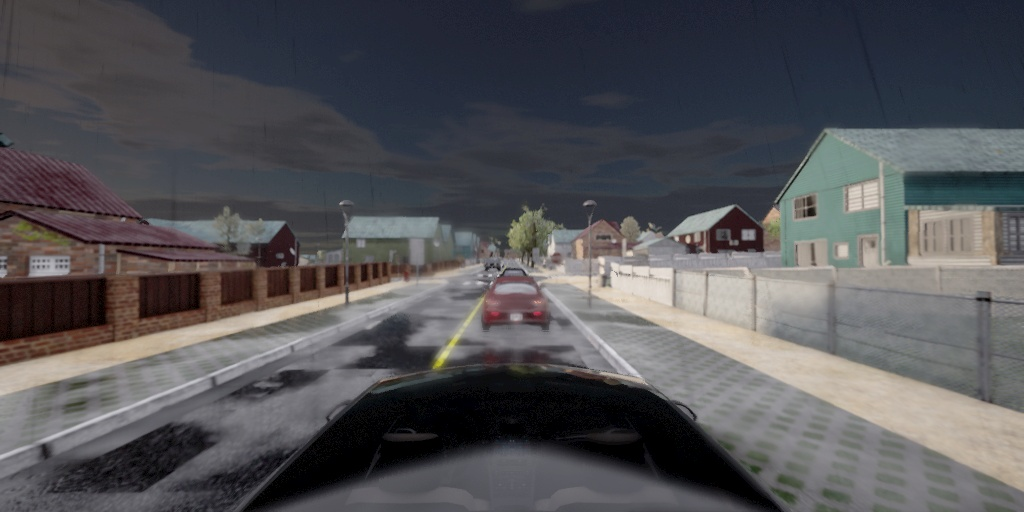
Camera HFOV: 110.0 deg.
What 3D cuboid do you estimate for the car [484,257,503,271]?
[{"bbox_3d":[-2.817,1.147,52.921,2.150,2.045,5.566,0,0,0],"label":"car"}]

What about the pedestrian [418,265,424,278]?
[{"bbox_3d":[-9.678,1.337,37.772,0.375,1.860,0.375,0,0,0],"label":"pedestrian"}]

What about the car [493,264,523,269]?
[{"bbox_3d":[0.104,1.384,20.734,1.994,1.385,4.181,0,0,0],"label":"car"}]

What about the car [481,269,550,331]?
[{"bbox_3d":[0.096,1.311,10.963,1.812,1.442,4.674,0,0,0],"label":"car"}]
